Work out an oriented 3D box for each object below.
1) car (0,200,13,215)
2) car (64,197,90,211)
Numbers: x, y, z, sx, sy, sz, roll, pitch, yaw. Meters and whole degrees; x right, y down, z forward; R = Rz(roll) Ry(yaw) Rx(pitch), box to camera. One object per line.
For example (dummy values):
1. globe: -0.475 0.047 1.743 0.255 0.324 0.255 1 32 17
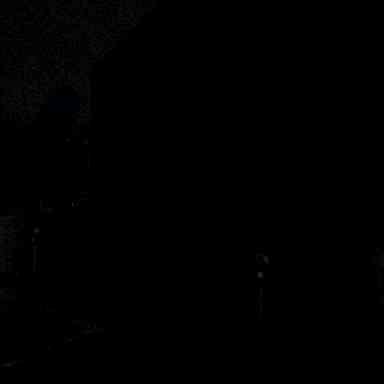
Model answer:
1. car: -19.068 1.403 30.686 1.812 1.442 4.674 1 1 34
2. car: -12.825 1.365 39.368 1.812 1.442 4.674 1 1 36
